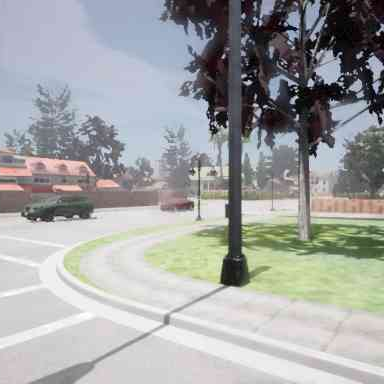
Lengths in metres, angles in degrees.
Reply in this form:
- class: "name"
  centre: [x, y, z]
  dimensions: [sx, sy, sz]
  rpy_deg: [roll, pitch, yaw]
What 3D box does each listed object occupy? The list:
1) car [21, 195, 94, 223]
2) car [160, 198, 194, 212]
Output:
- class: "car"
  centre: [-10.320, 1.222, 26.106]
  dimensions: [2.150, 2.045, 5.566]
  rpy_deg: [0, 0, 34]
- class: "car"
  centre: [-1.688, 1.477, 38.852]
  dimensions: [1.882, 1.535, 5.008]
  rpy_deg: [0, 1, 34]
